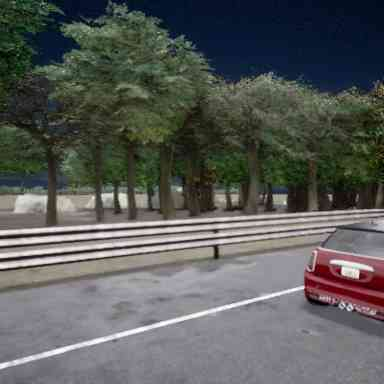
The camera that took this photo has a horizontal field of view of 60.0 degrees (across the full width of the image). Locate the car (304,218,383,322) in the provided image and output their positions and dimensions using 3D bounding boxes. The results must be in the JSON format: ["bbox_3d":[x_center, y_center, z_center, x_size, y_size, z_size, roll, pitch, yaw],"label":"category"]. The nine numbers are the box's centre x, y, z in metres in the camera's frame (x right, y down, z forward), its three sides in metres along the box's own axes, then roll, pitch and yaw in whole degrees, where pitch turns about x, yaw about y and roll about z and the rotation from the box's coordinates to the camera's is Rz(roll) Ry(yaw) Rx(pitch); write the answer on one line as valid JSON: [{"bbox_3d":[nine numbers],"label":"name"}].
[{"bbox_3d":[4.372,1.348,6.715,4.553,1.767,2.097,0,0,-35],"label":"car"}]
